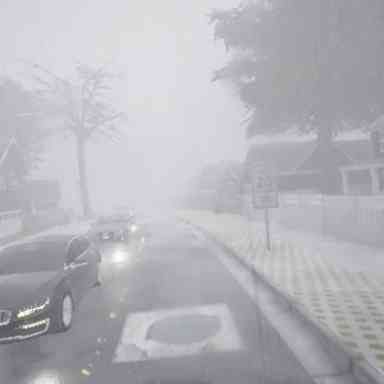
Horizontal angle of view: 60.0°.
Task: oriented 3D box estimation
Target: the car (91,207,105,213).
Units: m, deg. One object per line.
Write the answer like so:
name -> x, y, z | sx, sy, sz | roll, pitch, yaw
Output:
car -> -22.895, 4.522, 83.126 | 1.882, 1.535, 5.008 | -5, -2, -30

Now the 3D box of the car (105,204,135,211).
car -> -6.024, 1.860, 28.726 | 2.097, 1.767, 4.553 | -4, 0, -11

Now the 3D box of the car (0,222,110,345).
car -> -3.202, 1.754, 7.199 | 1.837, 1.490, 4.892 | -4, 0, -4

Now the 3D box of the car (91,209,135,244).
car -> -4.153, 1.891, 17.052 | 1.994, 1.385, 4.181 | -4, 0, -7
